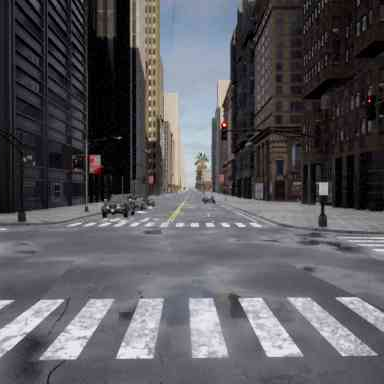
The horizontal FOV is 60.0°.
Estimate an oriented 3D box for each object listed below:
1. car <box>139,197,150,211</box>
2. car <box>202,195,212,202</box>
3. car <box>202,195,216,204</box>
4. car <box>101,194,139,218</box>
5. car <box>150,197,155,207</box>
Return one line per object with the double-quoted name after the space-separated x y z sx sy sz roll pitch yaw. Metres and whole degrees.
-6.653 1.456 40.481 1.837 1.490 4.892 0 0 0 "car"
3.196 1.416 70.968 1.812 1.442 4.674 0 0 0 "car"
3.250 1.438 61.047 1.812 1.442 4.674 0 0 0 "car"
-6.646 1.191 30.607 2.150 2.045 5.566 0 0 0 "car"
-6.676 1.497 50.504 1.994 1.385 4.181 0 0 -1 "car"
